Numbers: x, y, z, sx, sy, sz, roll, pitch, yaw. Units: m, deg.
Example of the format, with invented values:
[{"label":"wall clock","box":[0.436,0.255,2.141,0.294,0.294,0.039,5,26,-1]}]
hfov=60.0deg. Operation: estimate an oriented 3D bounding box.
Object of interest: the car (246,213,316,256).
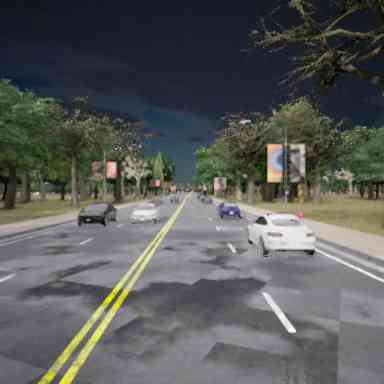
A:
[{"label":"car","box":[3.346,1.552,13.077,1.812,1.442,4.674,0,0,0]}]

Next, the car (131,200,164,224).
[{"label":"car","box":[-3.381,1.575,25.057,1.812,1.442,4.674,0,0,0]}]

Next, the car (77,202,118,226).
[{"label":"car","box":[-6.619,1.525,23.737,1.882,1.535,5.008,0,0,0]}]

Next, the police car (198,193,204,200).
[{"label":"police car","box":[2.978,1.551,76.481,1.930,1.638,5.238,0,0,0]}]

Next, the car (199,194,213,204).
[{"label":"car","box":[3.055,1.606,65.366,2.128,1.511,4.902,0,0,0]}]

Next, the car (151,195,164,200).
[{"label":"car","box":[-6.709,1.467,64.973,2.097,1.767,4.553,0,0,0]}]

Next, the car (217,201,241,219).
[{"label":"car","box":[3.314,1.584,30.216,1.812,1.442,4.674,0,0,0]}]

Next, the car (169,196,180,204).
[{"label":"car","box":[-3.459,1.609,67.130,1.837,1.490,4.892,0,0,0]}]
